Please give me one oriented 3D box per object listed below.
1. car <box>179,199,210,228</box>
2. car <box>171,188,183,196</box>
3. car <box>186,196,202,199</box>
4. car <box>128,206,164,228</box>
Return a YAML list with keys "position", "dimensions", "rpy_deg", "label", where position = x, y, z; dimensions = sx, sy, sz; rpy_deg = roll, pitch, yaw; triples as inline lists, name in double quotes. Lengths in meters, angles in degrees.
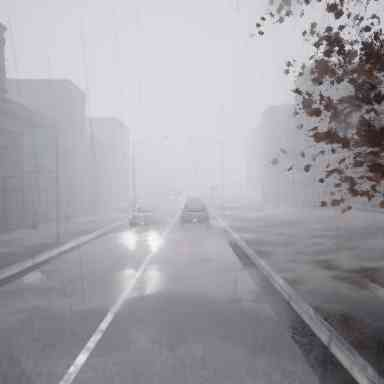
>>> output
- position: [0.176, 1.484, 22.299]
  dimensions: [2.128, 1.511, 4.902]
  rpy_deg: [0, 0, 0]
  label: "car"
- position: [-2.801, -0.019, 63.967]
  dimensions: [1.837, 1.490, 4.892]
  rpy_deg: [0, 4, 1]
  label: "car"
- position: [0.247, 1.222, 42.385]
  dimensions: [2.128, 1.511, 4.902]
  rpy_deg: [0, 2, 0]
  label: "car"
- position: [-3.022, 1.594, 22.395]
  dimensions: [1.895, 1.301, 4.718]
  rpy_deg: [0, 0, 0]
  label: "car"
